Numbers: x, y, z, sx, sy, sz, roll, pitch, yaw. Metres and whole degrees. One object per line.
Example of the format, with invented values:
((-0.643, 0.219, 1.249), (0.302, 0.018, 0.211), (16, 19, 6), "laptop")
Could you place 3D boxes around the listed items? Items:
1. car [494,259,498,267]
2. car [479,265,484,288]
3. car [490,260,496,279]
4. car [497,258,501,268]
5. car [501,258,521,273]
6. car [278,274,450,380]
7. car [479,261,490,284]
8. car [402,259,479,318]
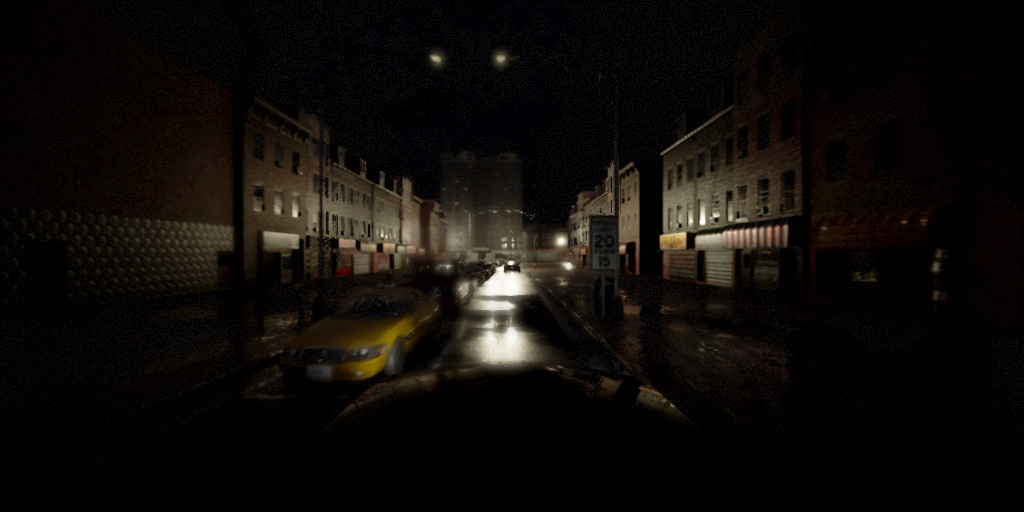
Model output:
((-2.637, 1.256, 34.762), (1.948, 1.339, 4.313), (0, 0, 0), "car")
((-2.637, 1.301, 18.406), (1.802, 1.307, 4.207), (0, 0, 0), "car")
((-2.637, 1.265, 29.310), (1.948, 1.339, 4.313), (0, 0, 0), "car")
((-2.637, 1.231, 40.214), (2.007, 1.370, 4.403), (0, 0, 0), "car")
((0.036, 1.241, 42.263), (1.994, 1.385, 4.181), (0, 0, 1), "car")
((-2.637, 1.265, 7.332), (1.751, 1.417, 4.829), (0, 0, 0), "car")
((-2.637, 1.234, 23.688), (1.751, 1.417, 4.829), (0, 0, 0), "car")
((-2.637, 1.044, 12.954), (2.192, 1.841, 5.009), (0, 0, 0), "car")
